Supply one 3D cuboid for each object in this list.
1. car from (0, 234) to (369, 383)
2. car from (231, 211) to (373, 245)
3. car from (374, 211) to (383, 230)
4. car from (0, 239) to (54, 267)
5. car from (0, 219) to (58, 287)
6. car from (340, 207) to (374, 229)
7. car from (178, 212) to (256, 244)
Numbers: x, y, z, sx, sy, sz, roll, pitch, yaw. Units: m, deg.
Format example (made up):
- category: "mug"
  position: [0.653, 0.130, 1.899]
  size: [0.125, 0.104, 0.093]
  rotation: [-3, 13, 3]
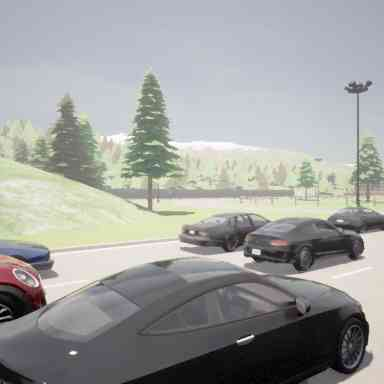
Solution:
- category: "car"
  position: [0.202, 1.526, 3.909]
  size: [4.674, 1.442, 1.812]
  rotation: [0, 0, -36]
- category: "car"
  position: [3.683, 1.526, 10.763]
  size: [4.674, 1.442, 1.812]
  rotation: [0, 0, -36]
- category: "car"
  position: [11.365, 1.492, 16.316]
  size: [4.902, 1.511, 2.128]
  rotation: [0, 0, -36]
- category: "car"
  position: [-4.584, 1.352, 4.760]
  size: [4.553, 1.767, 2.097]
  rotation: [0, 0, -36]
- category: "car"
  position: [-6.246, 1.547, 7.879]
  size: [5.357, 1.411, 2.033]
  rotation: [0, 0, -36]
- category: "car"
  position: [9.787, 1.564, 19.494]
  size: [4.181, 1.385, 1.994]
  rotation: [0, 0, -36]
- category: "car"
  position: [2.031, 1.548, 13.875]
  size: [5.357, 1.411, 2.033]
  rotation: [0, 0, -36]
